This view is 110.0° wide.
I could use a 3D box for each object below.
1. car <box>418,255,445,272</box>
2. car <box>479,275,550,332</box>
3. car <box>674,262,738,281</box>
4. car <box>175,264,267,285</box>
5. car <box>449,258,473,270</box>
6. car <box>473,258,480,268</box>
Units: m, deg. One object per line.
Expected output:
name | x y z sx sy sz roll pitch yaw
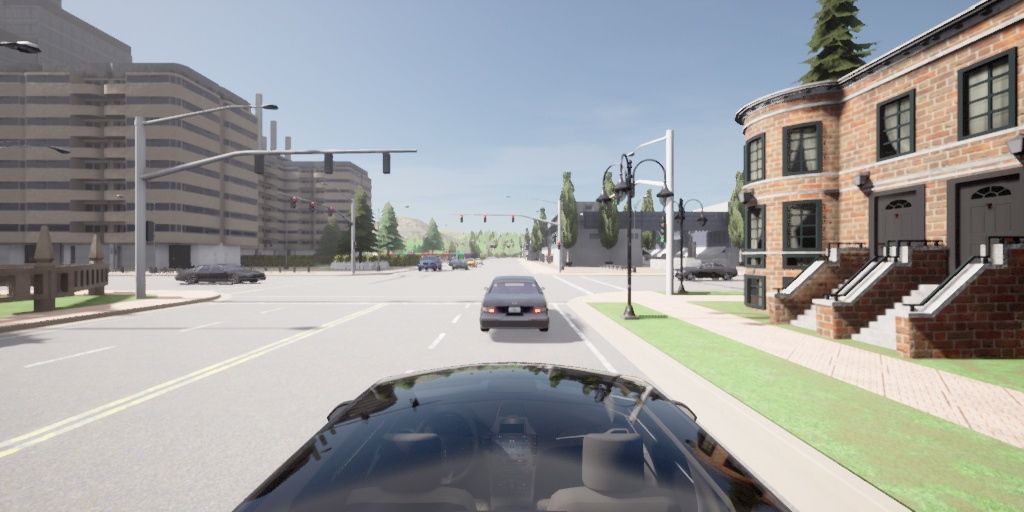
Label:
car | -10.640 0.947 46.874 2.150 2.045 5.566 0 0 0
car | 0.072 1.292 10.846 2.033 1.411 5.357 0 0 0
car | 15.424 1.227 28.808 4.902 1.511 2.128 0 0 -1
car | -20.558 1.284 25.389 5.357 1.411 2.033 0 0 0
car | -7.135 1.287 50.272 1.994 1.385 4.181 0 0 0
car | -7.133 1.195 61.370 1.882 1.535 5.008 0 0 0
